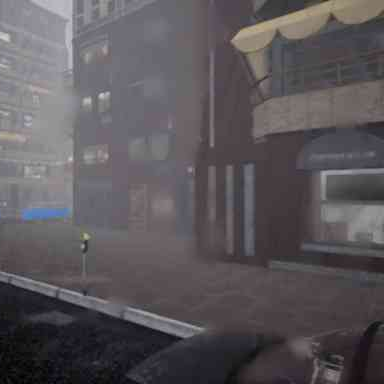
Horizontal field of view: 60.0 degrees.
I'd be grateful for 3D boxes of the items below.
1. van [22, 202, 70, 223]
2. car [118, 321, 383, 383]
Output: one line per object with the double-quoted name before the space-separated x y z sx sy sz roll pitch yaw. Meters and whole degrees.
"van" -12.935 1.786 29.580 1.690 1.788 3.998 -2 -2 35
"car" 1.339 1.551 1.918 4.403 1.369 2.008 0 0 35
